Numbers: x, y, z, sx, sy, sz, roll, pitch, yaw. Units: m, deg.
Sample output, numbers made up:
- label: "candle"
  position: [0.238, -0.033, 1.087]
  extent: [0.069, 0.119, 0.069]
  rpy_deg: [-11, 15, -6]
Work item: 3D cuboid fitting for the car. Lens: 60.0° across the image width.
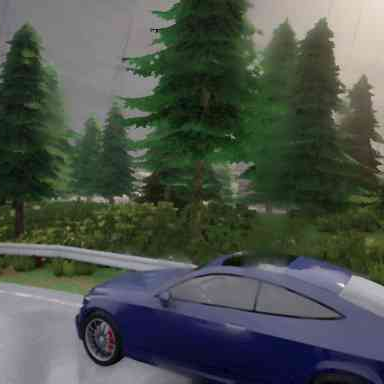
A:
- label: "car"
  position: [0.629, 1.500, 4.175]
  extent: [4.674, 1.442, 1.812]
  rpy_deg: [1, 1, 31]
